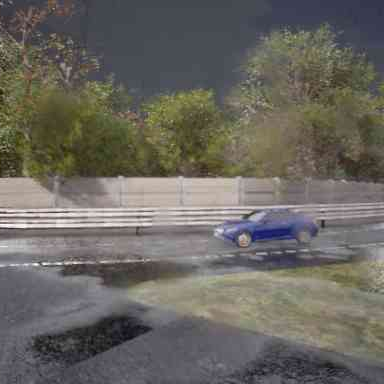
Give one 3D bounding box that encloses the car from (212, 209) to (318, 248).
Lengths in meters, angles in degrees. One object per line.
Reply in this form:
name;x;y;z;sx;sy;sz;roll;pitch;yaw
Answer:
car;3.167;1.457;14.235;4.674;1.442;1.812;0;0;-20
